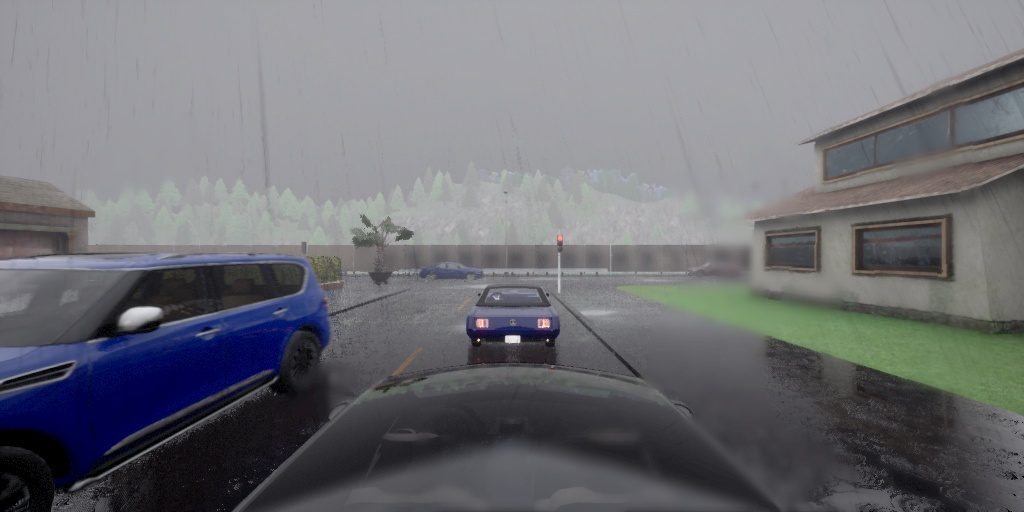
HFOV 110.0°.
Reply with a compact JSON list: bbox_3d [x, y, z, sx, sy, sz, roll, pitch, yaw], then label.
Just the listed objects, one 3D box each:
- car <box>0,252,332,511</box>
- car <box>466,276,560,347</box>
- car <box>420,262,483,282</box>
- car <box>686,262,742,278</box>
[{"bbox_3d":[-4.081,0.971,3.706,2.150,2.045,5.566,0,0,0],"label":"car"},{"bbox_3d":[0.041,1.351,9.273,1.895,1.301,4.718,0,0,1],"label":"car"},{"bbox_3d":[-4.805,1.227,28.791,5.008,1.535,1.882,0,0,0],"label":"car"},{"bbox_3d":[18.529,1.275,32.999,4.674,1.442,1.812,0,0,-1],"label":"car"}]
